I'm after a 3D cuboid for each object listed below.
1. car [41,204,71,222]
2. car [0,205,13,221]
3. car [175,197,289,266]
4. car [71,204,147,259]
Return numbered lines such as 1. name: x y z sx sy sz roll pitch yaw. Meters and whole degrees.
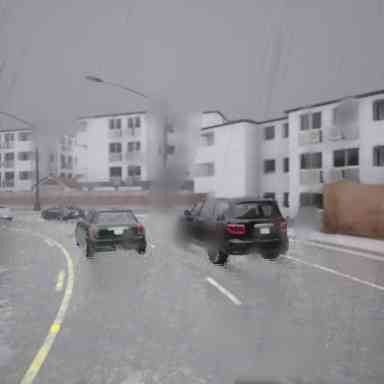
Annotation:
1. car: -10.591 1.675 27.316 4.181 1.385 1.994 -1 0 39
2. car: -16.500 1.700 27.124 4.674 1.442 1.812 -1 0 30
3. car: 1.115 1.209 11.933 2.150 2.045 5.566 0 0 -21
4. car: -3.380 1.387 13.239 2.097 1.767 4.553 -1 0 -25
